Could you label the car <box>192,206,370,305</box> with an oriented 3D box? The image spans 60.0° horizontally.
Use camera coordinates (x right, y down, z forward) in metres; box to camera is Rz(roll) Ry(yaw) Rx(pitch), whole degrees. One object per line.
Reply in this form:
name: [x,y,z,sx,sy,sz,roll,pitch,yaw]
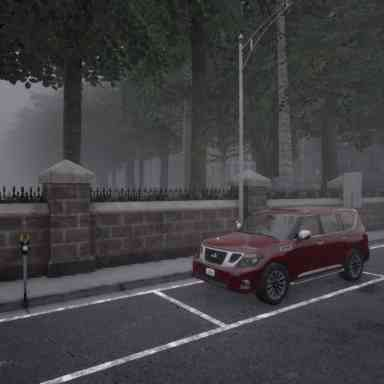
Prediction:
car: [2.422,1.314,8.261,5.009,1.841,2.192,0,0,-36]
